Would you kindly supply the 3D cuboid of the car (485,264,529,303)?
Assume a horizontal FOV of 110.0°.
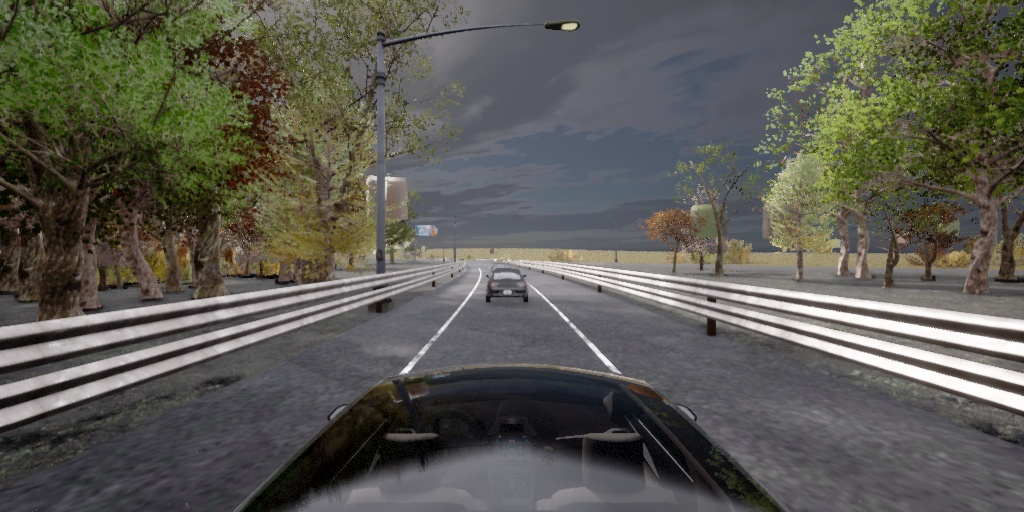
[{"bbox_3d":[-0.253,1.277,16.583,1.812,1.442,4.674,0,0,-2],"label":"car"}]
